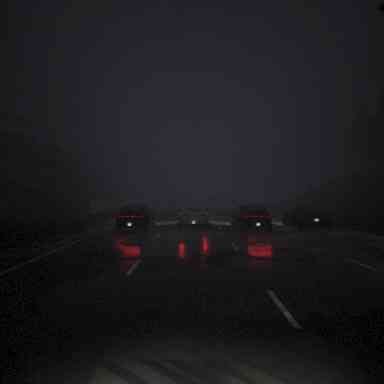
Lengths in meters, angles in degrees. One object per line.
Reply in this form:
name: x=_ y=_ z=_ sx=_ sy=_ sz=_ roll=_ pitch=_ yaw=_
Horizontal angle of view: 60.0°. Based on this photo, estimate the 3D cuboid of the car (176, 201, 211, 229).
car: x=0.091 y=1.524 z=21.507 sx=1.812 sy=1.442 sz=4.674 roll=0 pitch=0 yaw=0

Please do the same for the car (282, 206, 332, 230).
car: x=7.104 y=1.561 z=20.973 sx=1.994 sy=1.385 sz=4.181 roll=0 pitch=0 yaw=0

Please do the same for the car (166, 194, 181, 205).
car: x=-3.453 y=1.559 z=58.043 sx=1.994 sy=1.385 sz=4.181 roll=0 pitch=0 yaw=2

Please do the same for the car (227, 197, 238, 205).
car: x=7.029 y=1.520 z=56.960 sx=1.812 sy=1.442 sz=4.674 roll=0 pitch=0 yaw=2

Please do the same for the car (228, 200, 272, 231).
car: x=3.605 y=1.503 z=20.515 sx=1.837 sy=1.490 sz=4.892 roll=0 pitch=0 yaw=0

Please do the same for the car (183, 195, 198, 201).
car: x=0.040 y=1.596 z=57.566 sx=1.895 sy=1.301 sz=4.718 roll=0 pitch=0 yaw=2

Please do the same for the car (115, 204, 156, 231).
car: x=-3.396 y=1.503 z=20.506 sx=1.837 sy=1.490 sz=4.892 roll=0 pitch=0 yaw=0

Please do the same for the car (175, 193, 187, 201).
car: x=-2.112 y=1.215 z=67.738 sx=2.150 sy=2.045 sz=5.566 roll=0 pitch=0 yaw=17

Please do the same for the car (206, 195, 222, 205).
car: x=3.528 y=1.347 z=56.903 sx=2.097 sy=1.767 sz=4.553 roll=0 pitch=0 yaw=2
